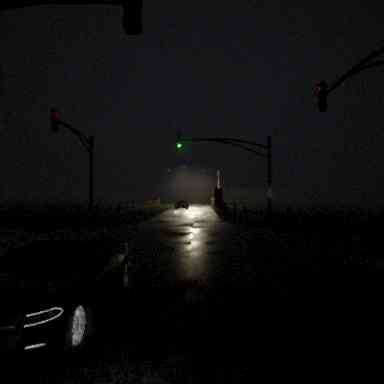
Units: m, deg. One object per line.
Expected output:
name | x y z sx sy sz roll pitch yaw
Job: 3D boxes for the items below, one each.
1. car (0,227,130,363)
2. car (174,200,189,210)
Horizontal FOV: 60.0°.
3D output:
car | -2.526 1.529 6.458 1.882 1.535 5.008 0 0 1
car | -1.479 1.901 48.655 1.812 1.442 4.674 0 0 2
